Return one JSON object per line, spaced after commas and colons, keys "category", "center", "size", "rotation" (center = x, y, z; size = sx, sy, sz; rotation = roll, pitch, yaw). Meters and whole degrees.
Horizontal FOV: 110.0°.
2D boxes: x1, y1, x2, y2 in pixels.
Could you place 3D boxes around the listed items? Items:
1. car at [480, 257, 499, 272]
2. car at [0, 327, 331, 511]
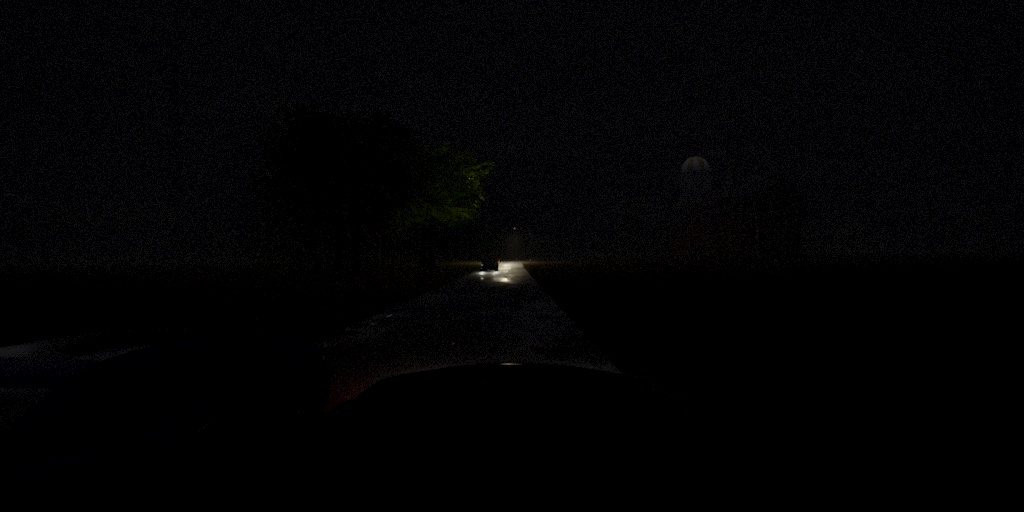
{"category": "car", "center": [-2.788, 0.999, 44.744], "size": [2.097, 1.767, 4.553], "rotation": [0, 1, 0]}
{"category": "car", "center": [-2.849, 1.276, 2.088], "size": [1.812, 1.442, 4.674], "rotation": [0, 0, 0]}
